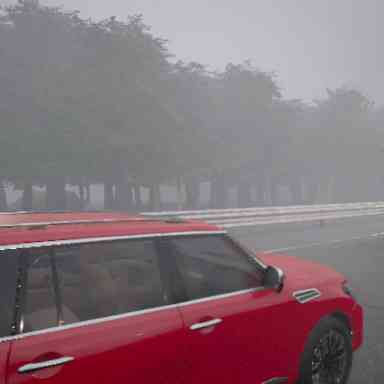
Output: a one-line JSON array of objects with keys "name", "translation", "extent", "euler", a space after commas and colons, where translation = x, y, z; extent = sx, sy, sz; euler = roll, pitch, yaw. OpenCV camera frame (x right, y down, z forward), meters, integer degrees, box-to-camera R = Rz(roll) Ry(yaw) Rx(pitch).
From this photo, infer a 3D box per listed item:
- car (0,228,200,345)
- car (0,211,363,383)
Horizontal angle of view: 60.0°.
[{"name": "car", "translation": [-2.313, 1.594, 6.397], "extent": [4.718, 1.301, 1.895], "euler": [0, 0, -35]}, {"name": "car", "translation": [-0.585, 1.216, 3.328], "extent": [5.566, 2.045, 2.150], "euler": [0, 0, -35]}]
